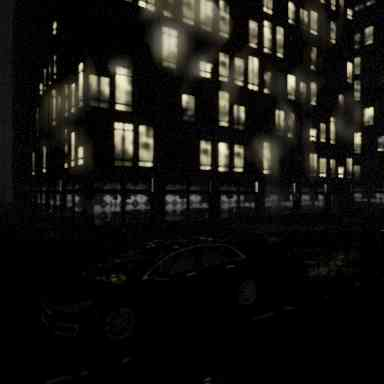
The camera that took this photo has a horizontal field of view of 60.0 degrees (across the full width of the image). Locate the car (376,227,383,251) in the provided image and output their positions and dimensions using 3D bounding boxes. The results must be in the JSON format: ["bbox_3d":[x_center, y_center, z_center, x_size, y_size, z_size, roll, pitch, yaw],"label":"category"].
[{"bbox_3d":[8.845,1.552,12.866,4.507,1.381,1.887,0,0,-36],"label":"car"}]

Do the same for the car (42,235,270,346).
[{"bbox_3d":[-0.423,1.552,6.255,4.403,1.369,2.008,0,0,-36],"label":"car"}]
